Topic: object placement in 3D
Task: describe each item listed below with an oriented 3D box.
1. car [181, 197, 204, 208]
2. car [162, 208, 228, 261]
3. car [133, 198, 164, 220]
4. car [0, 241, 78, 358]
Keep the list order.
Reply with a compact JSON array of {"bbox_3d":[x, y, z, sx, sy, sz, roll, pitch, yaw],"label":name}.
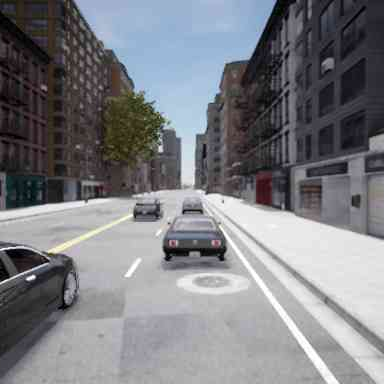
[{"bbox_3d":[0.053,1.166,29.295,2.033,1.411,5.357,0,1,0],"label":"car"},{"bbox_3d":[0.081,1.444,11.625,1.895,1.301,4.718,0,1,0],"label":"car"},{"bbox_3d":[-3.190,1.166,24.851,2.128,1.511,4.902,0,1,0],"label":"car"},{"bbox_3d":[-3.158,1.441,4.678,1.837,1.490,4.892,0,1,0],"label":"car"}]
